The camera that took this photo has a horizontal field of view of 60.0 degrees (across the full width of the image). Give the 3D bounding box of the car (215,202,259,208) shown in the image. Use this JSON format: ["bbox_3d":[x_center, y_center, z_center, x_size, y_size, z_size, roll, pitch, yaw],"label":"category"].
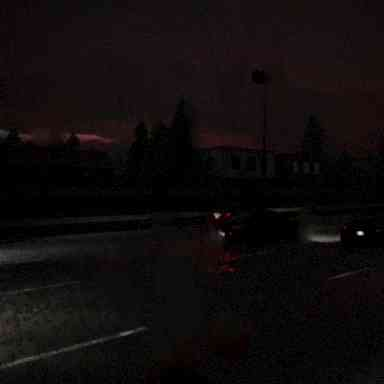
[{"bbox_3d":[3.046,1.323,18.819,4.553,1.767,2.097,0,0,-36],"label":"car"}]

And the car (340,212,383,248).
[{"bbox_3d":[8.005,1.533,13.756,4.181,1.385,1.994,0,0,-36],"label":"car"}]

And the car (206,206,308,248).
[{"bbox_3d":[3.075,1.502,14.540,4.674,1.442,1.812,0,0,-36],"label":"car"}]
